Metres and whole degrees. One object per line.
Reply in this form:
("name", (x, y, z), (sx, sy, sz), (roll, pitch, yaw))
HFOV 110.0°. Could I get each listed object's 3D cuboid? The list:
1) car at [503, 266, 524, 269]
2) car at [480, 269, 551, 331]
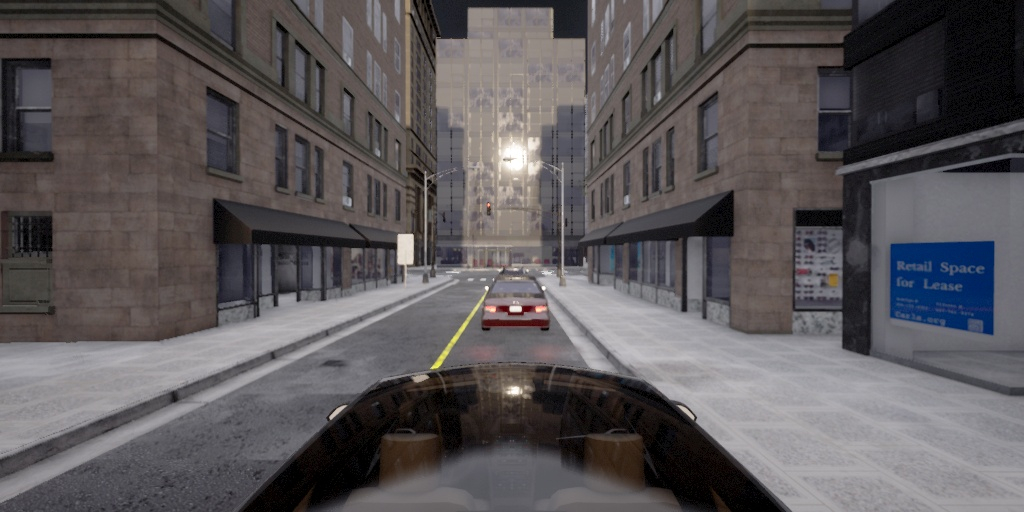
("car", (0.097, 1.284, 21.574), (1.994, 1.385, 4.181), (0, 0, 0))
("car", (0.100, 1.285, 10.908), (2.033, 1.411, 5.357), (0, 0, 0))
